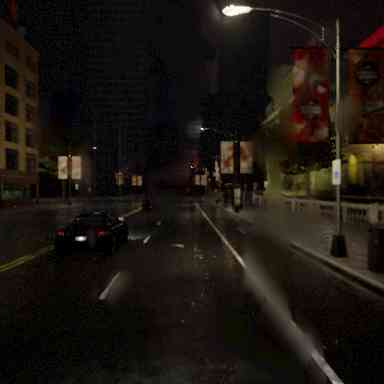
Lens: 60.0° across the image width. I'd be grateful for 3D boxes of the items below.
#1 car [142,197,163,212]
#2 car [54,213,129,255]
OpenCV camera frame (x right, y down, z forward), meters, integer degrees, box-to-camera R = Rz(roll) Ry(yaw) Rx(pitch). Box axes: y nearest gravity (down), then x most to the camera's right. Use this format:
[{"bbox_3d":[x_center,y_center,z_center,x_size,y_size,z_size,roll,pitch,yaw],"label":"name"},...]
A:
[{"bbox_3d":[-4.145,1.263,35.485,2.128,1.511,4.902,0,0,-1],"label":"car"},{"bbox_3d":[-3.676,1.486,12.875,1.994,1.385,4.181,0,0,-1],"label":"car"}]
